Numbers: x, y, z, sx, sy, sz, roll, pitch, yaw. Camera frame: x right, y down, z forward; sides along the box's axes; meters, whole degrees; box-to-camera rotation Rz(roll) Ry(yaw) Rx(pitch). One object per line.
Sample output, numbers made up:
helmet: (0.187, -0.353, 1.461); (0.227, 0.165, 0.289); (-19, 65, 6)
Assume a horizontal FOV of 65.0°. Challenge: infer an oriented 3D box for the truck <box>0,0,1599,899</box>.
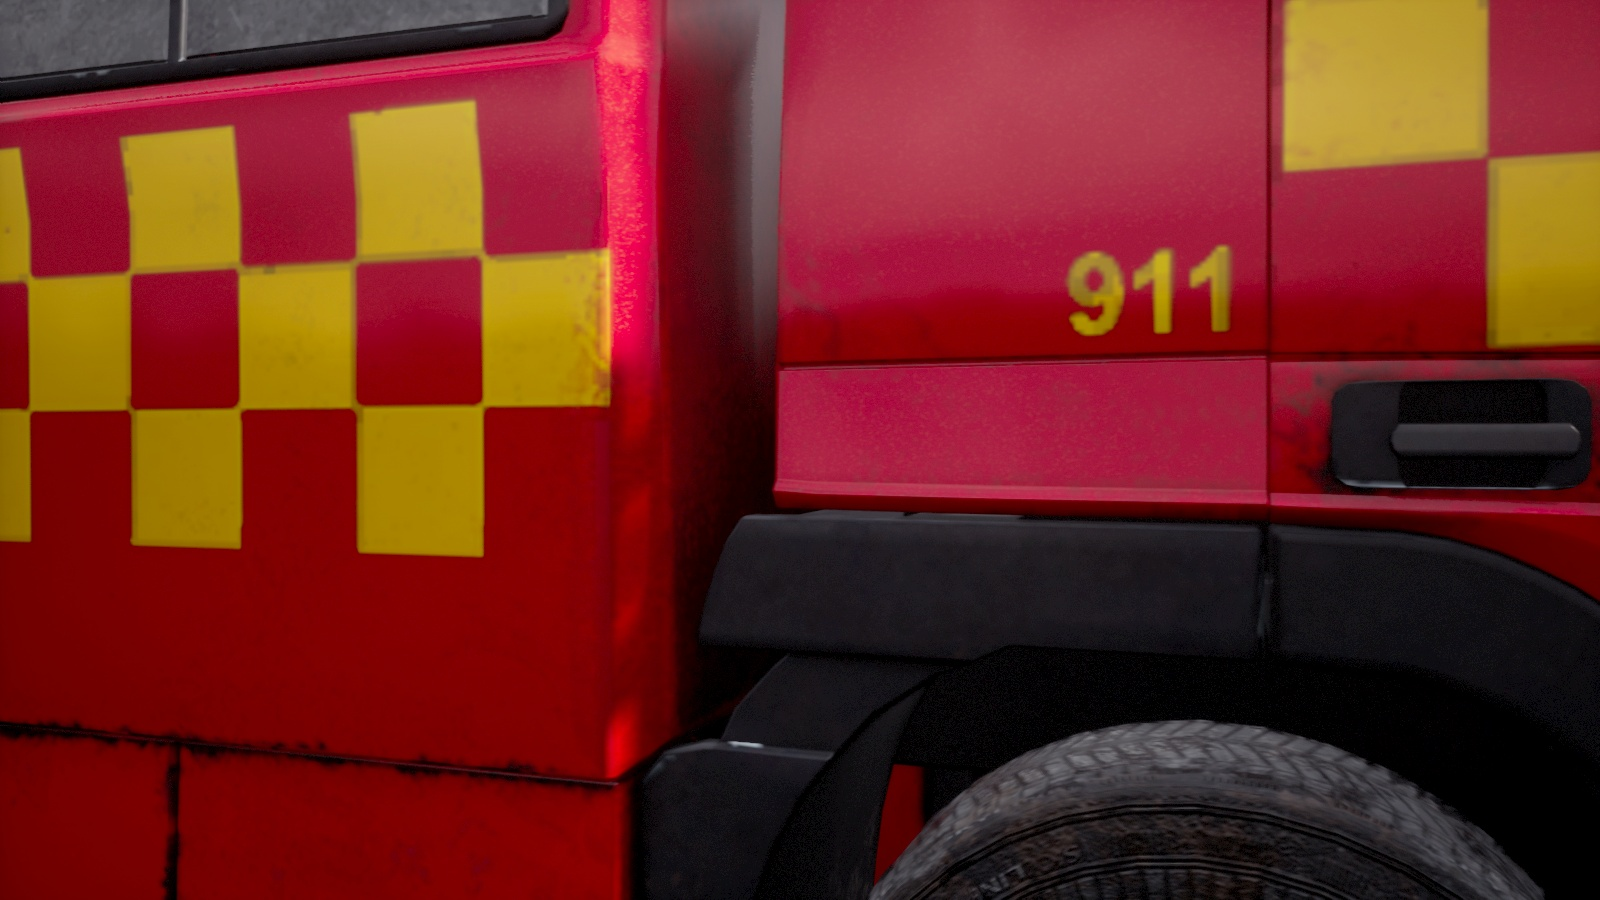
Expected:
truck: (-1.247, -0.400, 3.595); (8.468, 3.827, 2.891); (1, 1, 19)
